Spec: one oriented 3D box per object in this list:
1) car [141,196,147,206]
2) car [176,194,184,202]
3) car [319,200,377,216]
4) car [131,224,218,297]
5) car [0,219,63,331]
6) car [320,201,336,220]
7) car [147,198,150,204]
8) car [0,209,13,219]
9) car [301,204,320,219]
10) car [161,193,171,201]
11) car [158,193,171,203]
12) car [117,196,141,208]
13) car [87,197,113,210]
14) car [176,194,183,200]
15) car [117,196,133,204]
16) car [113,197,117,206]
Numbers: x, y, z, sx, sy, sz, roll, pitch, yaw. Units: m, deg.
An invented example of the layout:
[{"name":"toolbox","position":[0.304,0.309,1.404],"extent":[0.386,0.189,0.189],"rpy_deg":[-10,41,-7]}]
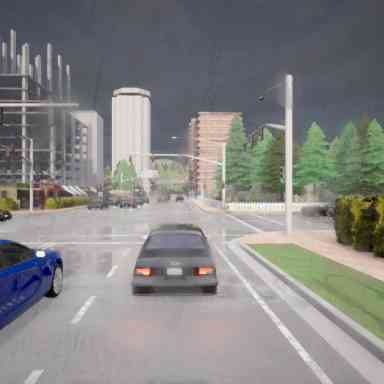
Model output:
[{"name":"car","position":[-9.143,1.563,55.157],"extent":[1.994,1.385,4.181],"rpy_deg":[0,0,-2]},{"name":"car","position":[-2.788,1.492,75.621],"extent":[1.837,1.490,4.892],"rpy_deg":[0,0,-2]},{"name":"car","position":[14.733,1.525,31.643],"extent":[4.674,1.442,1.812],"rpy_deg":[0,0,-1]},{"name":"car","position":[-0.403,1.547,8.780],"extent":[2.033,1.411,5.357],"rpy_deg":[0,0,-2]},{"name":"car","position":[-3.719,1.478,5.488],"extent":[1.882,1.535,5.008],"rpy_deg":[0,0,-3]},{"name":"car","position":[12.488,1.491,24.439],"extent":[4.902,1.511,2.128],"rpy_deg":[0,0,-1]},{"name":"car","position":[-9.449,1.563,65.109],"extent":[1.994,1.385,4.181],"rpy_deg":[0,0,-1]},{"name":"car","position":[-15.415,1.564,24.140],"extent":[4.181,1.385,1.994],"rpy_deg":[0,0,-1]},{"name":"car","position":[11.796,1.477,28.131],"extent":[5.008,1.535,1.882],"rpy_deg":[0,0,-1]},{"name":"car","position":[-6.628,1.224,85.020],"extent":[2.150,2.045,5.566],"rpy_deg":[0,0,-2]},{"name":"car","position":[-5.996,1.352,69.944],"extent":[2.097,1.767,4.553],"rpy_deg":[0,0,-2]},{"name":"car","position":[-8.854,1.563,46.794],"extent":[1.994,1.385,4.181],"rpy_deg":[0,0,-2]},{"name":"car","position":[-12.252,1.547,43.787],"extent":[2.033,1.411,5.357],"rpy_deg":[0,0,-2]},{"name":"car","position":[-3.119,1.326,84.834],"extent":[1.837,1.490,4.892],"rpy_deg":[0,0,-2]},{"name":"car","position":[-12.926,1.547,64.373],"extent":[2.033,1.411,5.357],"rpy_deg":[0,0,-1]},{"name":"car","position":[-12.604,1.547,53.825],"extent":[2.033,1.411,5.357],"rpy_deg":[0,0,-2]}]
